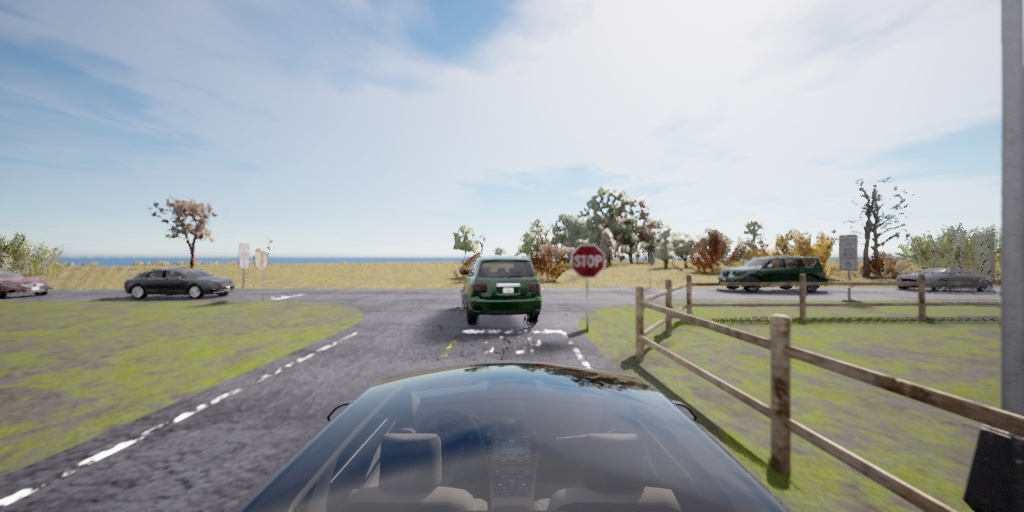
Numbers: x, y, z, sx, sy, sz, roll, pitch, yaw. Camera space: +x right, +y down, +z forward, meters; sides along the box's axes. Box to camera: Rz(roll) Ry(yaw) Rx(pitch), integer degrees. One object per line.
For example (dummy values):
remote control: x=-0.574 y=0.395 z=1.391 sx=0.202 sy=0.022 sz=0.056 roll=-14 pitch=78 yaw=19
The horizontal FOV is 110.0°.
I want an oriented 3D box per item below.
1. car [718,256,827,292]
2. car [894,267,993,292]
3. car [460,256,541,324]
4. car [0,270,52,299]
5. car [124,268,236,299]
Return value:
car: x=15.376 y=1.039 z=21.309 sx=5.566 sy=2.045 sz=2.150 roll=0 pitch=0 yaw=0
car: x=25.417 y=1.360 z=21.226 sx=4.181 sy=1.385 sz=1.994 roll=0 pitch=0 yaw=0
car: x=-0.554 y=1.033 z=12.411 sx=2.150 sy=2.045 sz=5.566 roll=0 pitch=0 yaw=-10
car: x=-27.131 y=1.441 z=18.698 sx=4.674 sy=1.442 sz=1.812 roll=0 pitch=0 yaw=1
car: x=-17.107 y=1.392 z=18.609 sx=4.892 sy=1.490 sz=1.837 roll=0 pitch=0 yaw=1
